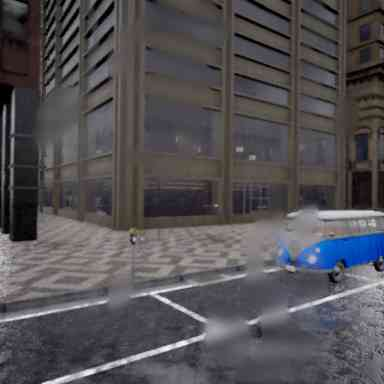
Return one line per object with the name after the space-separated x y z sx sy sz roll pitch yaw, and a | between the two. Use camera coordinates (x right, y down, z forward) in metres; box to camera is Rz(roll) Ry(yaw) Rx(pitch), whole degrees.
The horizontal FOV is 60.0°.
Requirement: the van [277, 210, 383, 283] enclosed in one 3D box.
4.223 1.436 9.657 3.998 1.788 1.690 1 0 -35 | van
